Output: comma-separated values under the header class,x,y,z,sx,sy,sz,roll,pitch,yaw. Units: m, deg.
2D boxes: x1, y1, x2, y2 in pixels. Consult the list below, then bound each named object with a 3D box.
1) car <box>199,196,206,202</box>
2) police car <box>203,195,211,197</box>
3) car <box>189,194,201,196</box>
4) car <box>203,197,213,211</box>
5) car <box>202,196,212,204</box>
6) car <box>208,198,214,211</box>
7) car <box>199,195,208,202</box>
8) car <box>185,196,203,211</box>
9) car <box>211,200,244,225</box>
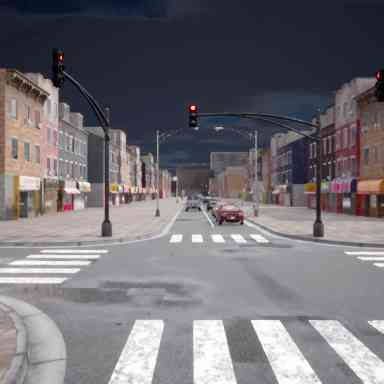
class,x,y,z,sx,sy,sz,roll,pitch,yaw
car,2.760,1.802,86.583,1.802,1.307,4.206,0,0,0
police car,3.097,1.547,62.387,1.930,1.638,5.238,0,0,0
car,0.190,1.357,66.276,2.150,2.045,5.566,0,-1,0
car,2.696,1.616,41.146,1.947,1.339,4.313,0,0,0
car,3.122,1.675,69.277,1.812,1.442,4.674,0,0,0
car,2.682,1.551,29.957,1.752,1.417,4.829,0,0,0
car,2.752,1.636,80.904,1.967,1.590,4.097,0,0,0
car,0.160,1.600,42.163,2.033,1.411,5.357,0,0,0
car,2.673,1.561,24.107,1.887,1.381,4.507,0,0,0
